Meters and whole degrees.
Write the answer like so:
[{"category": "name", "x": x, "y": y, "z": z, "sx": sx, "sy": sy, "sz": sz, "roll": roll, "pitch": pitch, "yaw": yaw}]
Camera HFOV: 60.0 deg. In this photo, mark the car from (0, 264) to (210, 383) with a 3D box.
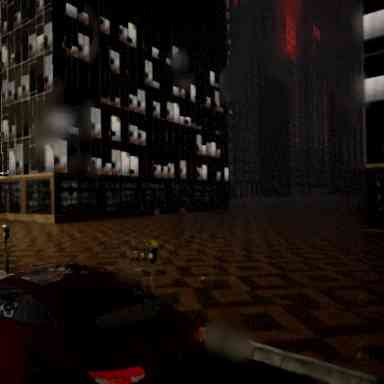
[{"category": "car", "x": -1.755, "y": 1.583, "z": 4.144, "sx": 4.206, "sy": 1.307, "sz": 1.802, "roll": 0, "pitch": -1, "yaw": 36}]
